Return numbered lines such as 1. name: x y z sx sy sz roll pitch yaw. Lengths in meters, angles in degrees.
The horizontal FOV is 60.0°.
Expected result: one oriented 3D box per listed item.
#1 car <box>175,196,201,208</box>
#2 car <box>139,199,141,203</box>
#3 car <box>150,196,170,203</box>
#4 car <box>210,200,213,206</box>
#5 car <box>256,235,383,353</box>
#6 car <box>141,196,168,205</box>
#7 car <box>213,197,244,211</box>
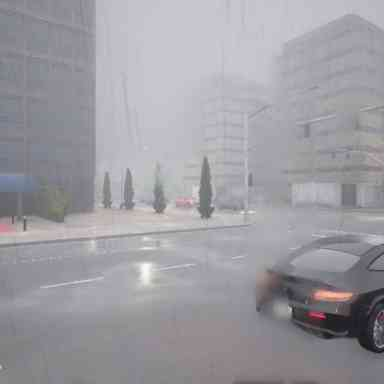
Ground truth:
1. car: -0.500 1.352 47.535 2.097 1.767 4.553 0 0 -35
2. car: -8.767 1.564 65.750 1.994 1.385 4.181 0 0 -35
3. car: -6.714 1.504 68.916 1.837 1.490 4.892 0 0 -35
4. car: 4.499 1.526 52.938 1.812 1.442 4.674 0 0 -35
5. car: 3.190 1.526 6.098 4.674 1.442 1.812 0 0 -35
6. car: -6.196 1.564 55.671 1.994 1.385 4.181 0 0 -35
7. car: 4.885 1.564 39.858 1.994 1.385 4.181 0 0 -35
